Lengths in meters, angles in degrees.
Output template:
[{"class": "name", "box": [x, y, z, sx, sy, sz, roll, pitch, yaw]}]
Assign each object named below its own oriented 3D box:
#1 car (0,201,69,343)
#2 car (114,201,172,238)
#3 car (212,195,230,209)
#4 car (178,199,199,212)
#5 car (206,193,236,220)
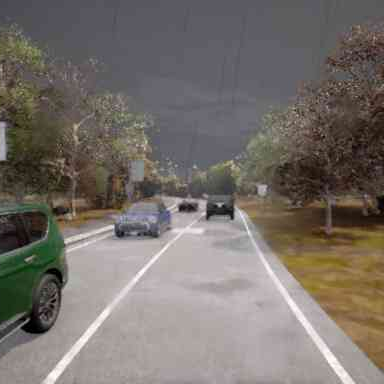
[{"class": "car", "box": [-3.400, 1.192, 3.819, 2.150, 2.045, 5.566, 0, 1, 3]}, {"class": "car", "box": [-2.378, 1.265, 17.170, 2.097, 1.767, 4.553, 0, 0, 6]}, {"class": "car", "box": [3.770, 1.255, 43.393, 2.128, 1.511, 4.902, 0, 0, 3]}, {"class": "car", "box": [-0.314, 1.413, 35.116, 1.895, 1.301, 4.718, 0, 0, 6]}, {"class": "car", "box": [2.303, 1.064, 26.724, 2.150, 2.045, 5.566, 0, 1, 7]}]
